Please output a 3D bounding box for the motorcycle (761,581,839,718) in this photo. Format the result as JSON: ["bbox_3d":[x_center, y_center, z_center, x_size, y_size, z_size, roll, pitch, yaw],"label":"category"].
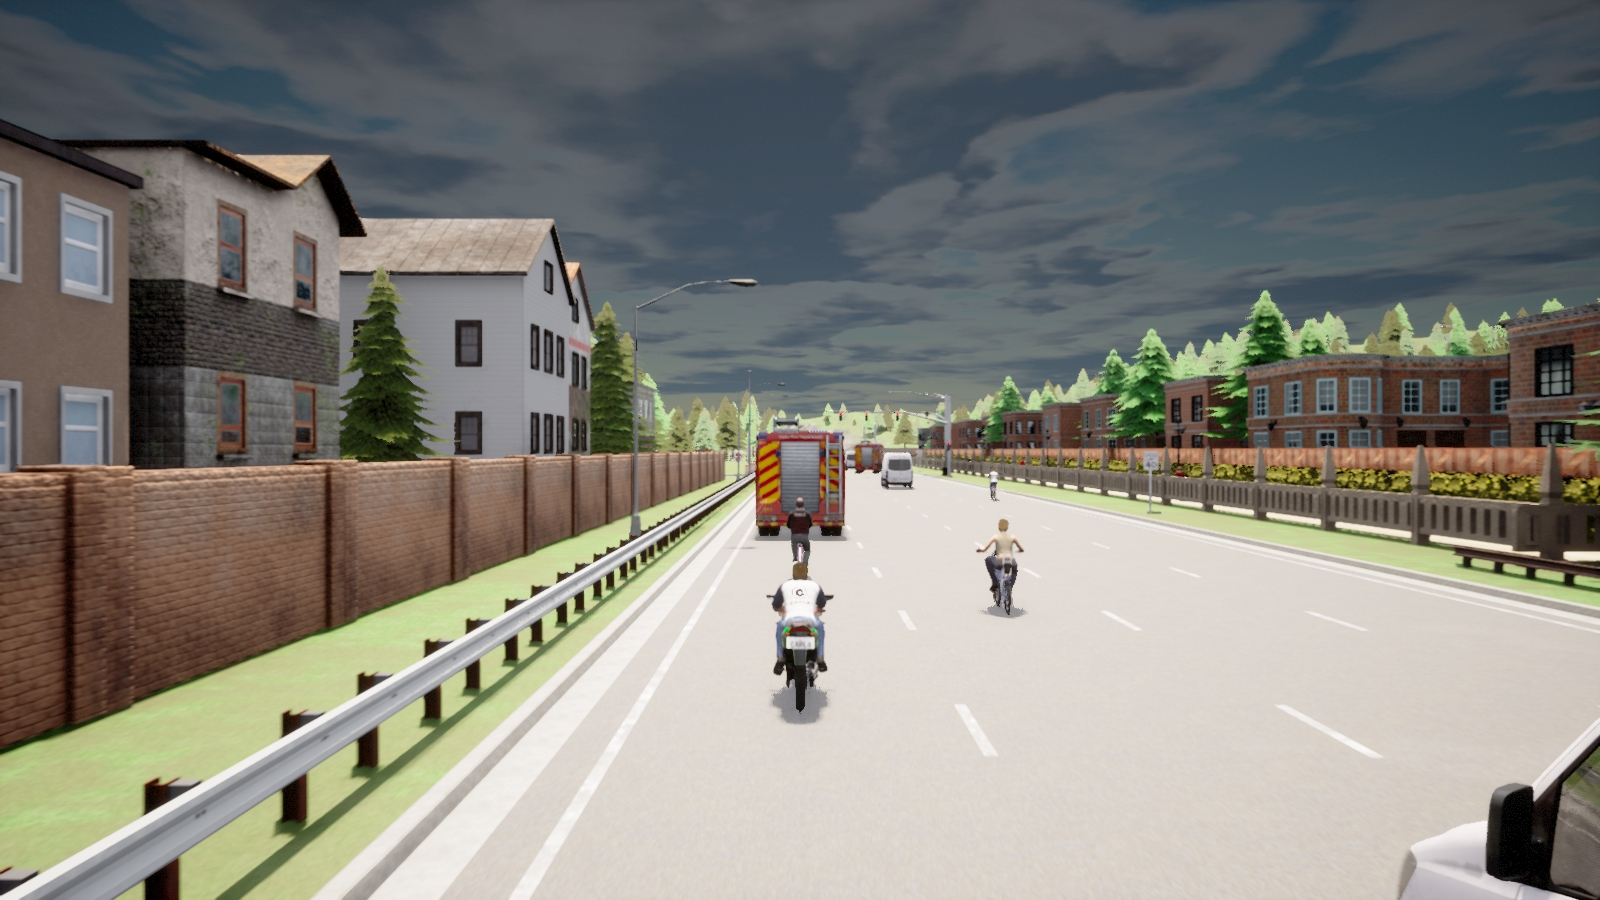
[{"bbox_3d":[0.001,2.177,12.830,0.803,1.199,2.033,0,0,0],"label":"motorcycle"}]

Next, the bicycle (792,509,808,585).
[{"bbox_3d":[-0.005,2.044,24.502,0.329,1.471,1.835,0,0,0],"label":"bicycle"}]

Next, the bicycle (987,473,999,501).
[{"bbox_3d":[10.510,2.017,62.231,0.373,1.496,1.643,0,0,0],"label":"bicycle"}]

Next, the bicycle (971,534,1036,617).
[{"bbox_3d":[3.501,2.145,19.789,0.859,1.277,1.487,0,0,0],"label":"bicycle"}]

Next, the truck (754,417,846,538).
[{"bbox_3d":[-0.002,0.865,40.326,2.891,3.827,8.468,0,0,0],"label":"truck"}]

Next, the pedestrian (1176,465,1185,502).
[{"bbox_3d":[19.160,1.665,57.600,0.375,1.860,0.375,0,0,10],"label":"pedestrian"}]

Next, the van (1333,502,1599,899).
[{"bbox_3d":[3.497,1.533,2.407,1.988,2.561,5.915,0,0,0],"label":"van"}]
